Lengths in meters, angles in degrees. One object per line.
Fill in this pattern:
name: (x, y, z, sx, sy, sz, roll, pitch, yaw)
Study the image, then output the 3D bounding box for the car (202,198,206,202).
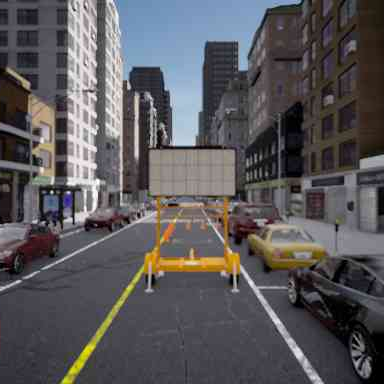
car: (2.889, 1.956, 49.399, 1.947, 1.339, 4.313, 0, 0, 0)

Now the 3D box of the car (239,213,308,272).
car: (2.866, 1.612, 10.905, 1.752, 1.417, 4.829, 0, 0, 0)

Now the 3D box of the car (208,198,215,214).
car: (2.879, 1.700, 32.830, 1.967, 1.590, 4.097, 0, 0, 0)

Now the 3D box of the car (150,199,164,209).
car: (-5.637, 1.975, 49.396, 1.802, 1.307, 4.206, 0, 0, 0)

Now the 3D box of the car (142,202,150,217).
car: (-5.646, 1.828, 32.821, 1.947, 1.339, 4.313, 0, 0, 0)

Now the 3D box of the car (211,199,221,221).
car: (2.876, 1.656, 27.306, 1.967, 1.590, 4.097, 0, 0, 0)

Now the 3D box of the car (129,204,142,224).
car: (-5.650, 1.784, 27.296, 1.947, 1.339, 4.313, 0, 0, 0)

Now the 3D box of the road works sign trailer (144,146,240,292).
road works sign trailer: (0.006, 0.538, 9.126, 2.380, 3.560, 2.880, 0, 0, 0)

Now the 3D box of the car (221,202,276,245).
car: (2.869, 1.444, 16.260, 2.192, 1.841, 5.009, 0, 0, 0)

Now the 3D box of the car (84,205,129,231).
car: (-5.653, 1.720, 21.772, 1.887, 1.381, 4.507, 0, 0, 0)

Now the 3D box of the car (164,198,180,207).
car: (-3.038, 2.034, 54.599, 1.895, 1.301, 4.718, 0, 0, 0)

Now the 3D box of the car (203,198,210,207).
car: (2.886, 1.897, 43.876, 2.008, 1.369, 4.403, 0, 0, 0)

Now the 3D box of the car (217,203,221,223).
car: (2.873, 1.699, 21.952, 1.752, 1.417, 4.829, 0, 0, 0)

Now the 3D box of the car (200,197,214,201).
car: (2.893, 1.749, 54.925, 2.192, 1.841, 5.009, 0, 0, 0)

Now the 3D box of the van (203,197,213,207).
van: (2.896, 1.819, 60.448, 1.690, 1.788, 3.998, 0, 0, 0)

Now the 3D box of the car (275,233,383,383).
car: (2.863, 1.608, 5.212, 1.947, 1.339, 4.313, 0, 0, 0)

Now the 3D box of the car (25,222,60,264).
car: (-5.660, 1.670, 10.722, 1.802, 1.307, 4.206, 0, 0, 0)

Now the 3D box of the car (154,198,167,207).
car: (-5.630, 1.920, 60.447, 1.967, 1.590, 4.097, 0, 0, 0)

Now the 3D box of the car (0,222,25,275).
car: (-3.097, 1.233, 1.173, 2.150, 2.045, 5.566, 0, 0, 0)

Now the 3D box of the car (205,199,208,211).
car: (2.883, 1.854, 38.352, 2.008, 1.369, 4.403, 0, 0, 0)
